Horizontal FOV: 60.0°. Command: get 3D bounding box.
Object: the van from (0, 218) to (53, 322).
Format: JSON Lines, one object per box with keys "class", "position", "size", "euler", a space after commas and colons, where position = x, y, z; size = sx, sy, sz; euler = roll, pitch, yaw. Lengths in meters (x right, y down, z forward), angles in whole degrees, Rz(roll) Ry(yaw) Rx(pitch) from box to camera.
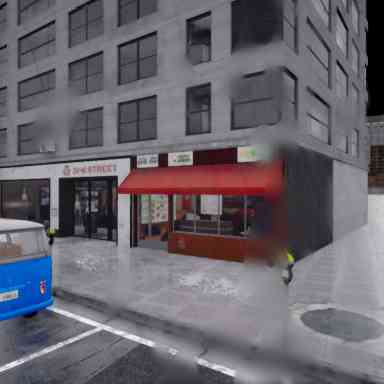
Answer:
{"class": "van", "position": [-4.280, 1.340, 6.130], "size": [3.998, 1.788, 1.690], "euler": [0, 0, 35]}
